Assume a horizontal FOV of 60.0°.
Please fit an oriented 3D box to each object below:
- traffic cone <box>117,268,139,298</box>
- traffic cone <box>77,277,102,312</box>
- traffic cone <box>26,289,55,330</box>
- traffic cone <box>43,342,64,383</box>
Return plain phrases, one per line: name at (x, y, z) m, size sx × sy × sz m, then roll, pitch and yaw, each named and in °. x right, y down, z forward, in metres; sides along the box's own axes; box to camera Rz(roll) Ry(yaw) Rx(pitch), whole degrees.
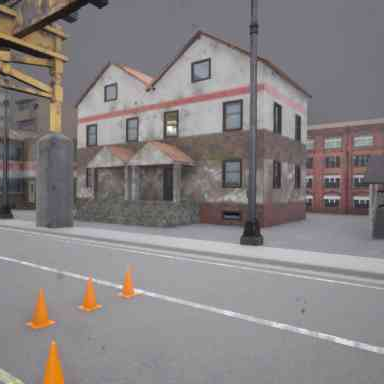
traffic cone at (-1.393, 1.949, 7.263) m, size 0.340 × 0.580 × 0.340 m, roll 0°, pitch 0°, yaw 36°
traffic cone at (-1.978, 1.949, 6.452) m, size 0.340 × 0.580 × 0.340 m, roll 0°, pitch 0°, yaw 36°
traffic cone at (-2.563, 1.949, 5.641) m, size 0.340 × 0.580 × 0.340 m, roll 0°, pitch 0°, yaw 36°
traffic cone at (-1.526, 1.952, 3.660) m, size 0.340 × 0.580 × 0.340 m, roll 0°, pitch 0°, yaw 36°
